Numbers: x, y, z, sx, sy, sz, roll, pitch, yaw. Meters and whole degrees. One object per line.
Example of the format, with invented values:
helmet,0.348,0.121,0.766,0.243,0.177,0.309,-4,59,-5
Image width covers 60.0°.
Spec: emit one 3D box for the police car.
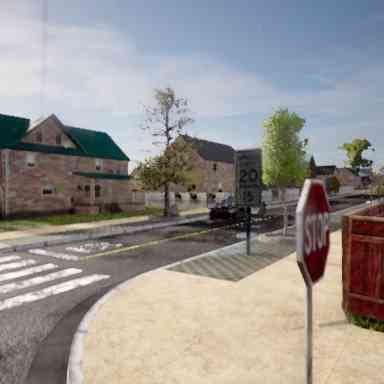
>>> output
police car,2.878,0.988,21.035,2.038,1.542,4.974,0,1,36
